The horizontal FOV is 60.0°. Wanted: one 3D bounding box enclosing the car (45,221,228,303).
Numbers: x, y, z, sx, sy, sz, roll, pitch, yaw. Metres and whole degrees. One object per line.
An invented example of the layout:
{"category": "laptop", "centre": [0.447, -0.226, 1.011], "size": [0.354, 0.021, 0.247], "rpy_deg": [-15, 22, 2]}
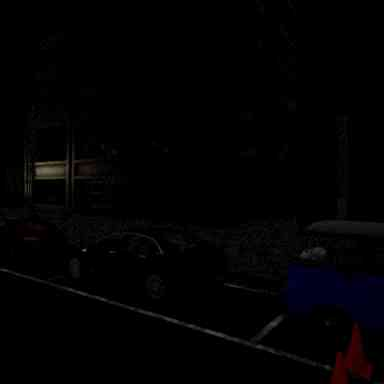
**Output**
{"category": "car", "centre": [-1.273, 1.501, 7.953], "size": [4.403, 1.369, 2.008], "rpy_deg": [1, 0, 35]}

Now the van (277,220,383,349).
{"category": "van", "centre": [3.332, 1.367, 4.698], "size": [3.998, 1.788, 1.690], "rpy_deg": [1, 0, 35]}

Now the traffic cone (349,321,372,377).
{"category": "traffic cone", "centre": [2.114, 1.967, 4.288], "size": [0.340, 0.580, 0.340], "rpy_deg": [1, 0, 35]}

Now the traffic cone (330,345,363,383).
{"category": "traffic cone", "centre": [1.537, 1.963, 3.471], "size": [0.340, 0.580, 0.340], "rpy_deg": [1, 0, 35]}

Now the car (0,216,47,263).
{"category": "car", "centre": [-5.875, 1.458, 11.207], "size": [4.206, 1.307, 1.802], "rpy_deg": [1, 0, 35]}
